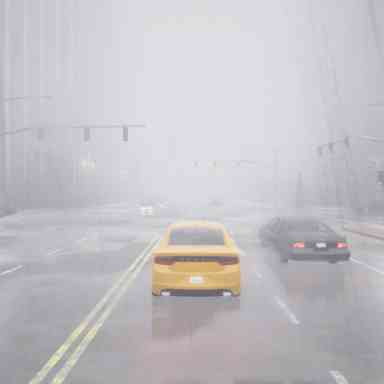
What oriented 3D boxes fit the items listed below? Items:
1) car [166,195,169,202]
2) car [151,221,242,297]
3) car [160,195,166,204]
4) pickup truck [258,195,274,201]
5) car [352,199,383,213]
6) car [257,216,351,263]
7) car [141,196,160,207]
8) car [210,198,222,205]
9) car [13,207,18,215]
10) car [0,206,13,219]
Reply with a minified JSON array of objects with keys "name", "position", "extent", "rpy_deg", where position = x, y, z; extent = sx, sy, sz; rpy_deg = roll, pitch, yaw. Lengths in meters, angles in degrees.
[{"name":"car","position":[-6.379,1.500,76.858],"extent":[1.837,1.490,4.892],"rpy_deg":[0,0,0]},{"name":"car","position":[0.121,1.478,8.636],"extent":[1.882,1.535,5.008],"rpy_deg":[0,0,1]},{"name":"car","position":[-6.540,1.478,63.489],"extent":[1.882,1.535,5.008],"rpy_deg":[0,0,1]},{"name":"pickup truck","position":[17.241,1.059,76.577],"extent":[2.390,2.098,6.274],"rpy_deg":[0,0,31]},{"name":"car","position":[20.211,1.505,36.615],"extent":[4.892,1.490,1.837],"rpy_deg":[0,0,1]},{"name":"car","position":[3.667,1.547,11.876],"extent":[2.033,1.411,5.357],"rpy_deg":[0,0,1]},{"name":"car","position":[-6.671,1.491,51.771],"extent":[2.128,1.511,4.902],"rpy_deg":[0,0,1]},{"name":"car","position":[4.056,1.601,56.567],"extent":[1.895,1.301,4.718],"rpy_deg":[0,0,0]},{"name":"car","position":[-18.407,1.601,30.116],"extent":[4.718,1.301,1.895],"rpy_deg":[0,0,1]},{"name":"car","position":[-17.374,1.526,26.610],"extent":[4.674,1.442,1.812],"rpy_deg":[0,0,1]}]
